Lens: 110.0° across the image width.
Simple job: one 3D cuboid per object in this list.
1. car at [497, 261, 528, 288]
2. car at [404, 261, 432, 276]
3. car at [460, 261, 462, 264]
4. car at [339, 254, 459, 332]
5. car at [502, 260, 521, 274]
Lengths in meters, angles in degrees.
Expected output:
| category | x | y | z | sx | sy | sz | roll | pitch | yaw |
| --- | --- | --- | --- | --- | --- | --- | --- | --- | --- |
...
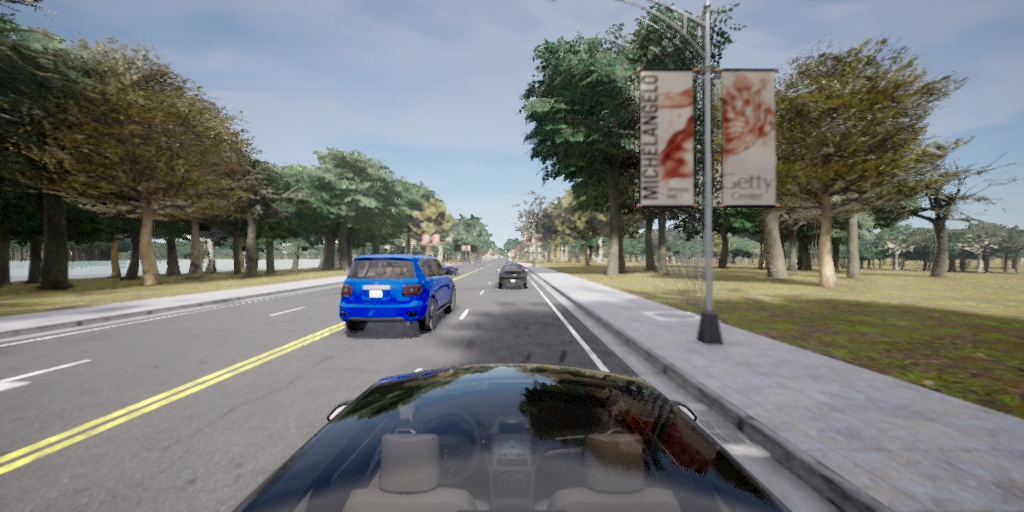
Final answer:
| category | x | y | z | sx | sy | sz | roll | pitch | yaw |
| --- | --- | --- | --- | --- | --- | --- | --- | --- | --- |
| car | 0.047 | 1.276 | 24.320 | 1.837 | 1.490 | 4.892 | 0 | 0 | 0 |
| car | -9.971 | 1.305 | 38.413 | 1.837 | 1.490 | 4.892 | 0 | 0 | 0 |
| car | -6.718 | 1.398 | 37.239 | 1.895 | 1.301 | 4.718 | 0 | 0 | 0 |
| car | -3.159 | 0.977 | 11.004 | 2.150 | 2.045 | 5.566 | 0 | 0 | 0 |
| car | -0.069 | 1.303 | 43.044 | 2.128 | 1.511 | 4.902 | 0 | 0 | 0 |
